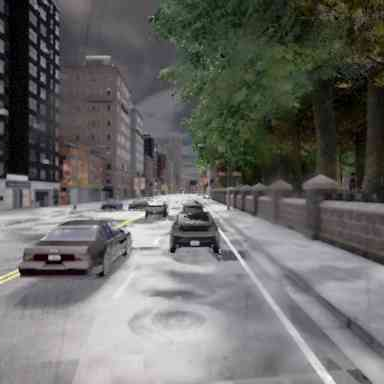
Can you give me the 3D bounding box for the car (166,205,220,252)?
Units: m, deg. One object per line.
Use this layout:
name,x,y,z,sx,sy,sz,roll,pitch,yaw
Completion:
car,0.101,1.512,13.897,1.837,1.490,4.892,0,0,0

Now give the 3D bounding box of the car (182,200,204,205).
car,0.103,1.526,30.587,1.837,1.490,4.892,0,0,0

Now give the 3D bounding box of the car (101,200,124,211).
car,-9.835,1.636,41.261,1.895,1.301,4.718,0,0,0

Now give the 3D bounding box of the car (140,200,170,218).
car,-3.146,1.513,30.546,2.128,1.511,4.902,0,0,0

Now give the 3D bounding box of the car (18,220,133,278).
car,-3.150,1.552,10.126,2.033,1.411,5.357,0,0,0

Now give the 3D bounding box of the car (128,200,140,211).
car,-6.587,1.635,40.853,1.895,1.301,4.718,0,0,0
